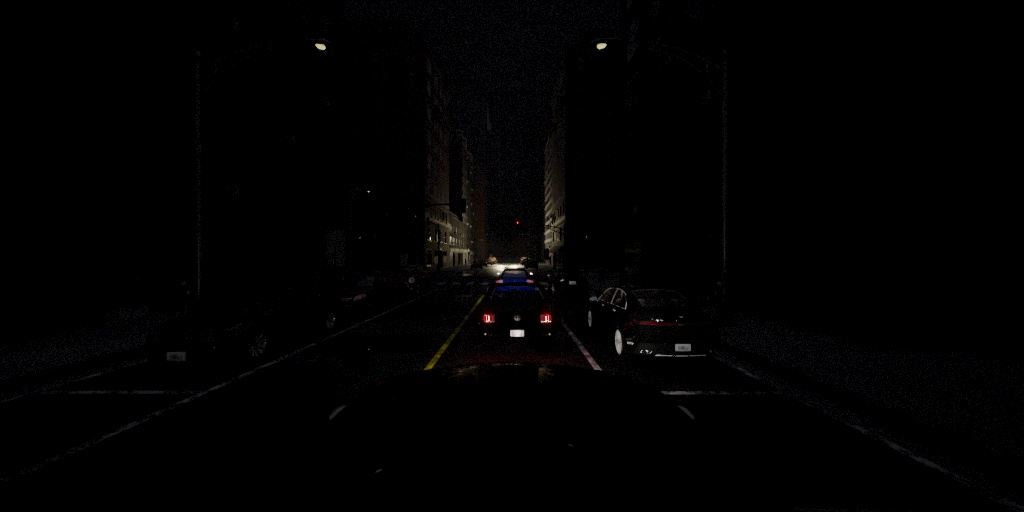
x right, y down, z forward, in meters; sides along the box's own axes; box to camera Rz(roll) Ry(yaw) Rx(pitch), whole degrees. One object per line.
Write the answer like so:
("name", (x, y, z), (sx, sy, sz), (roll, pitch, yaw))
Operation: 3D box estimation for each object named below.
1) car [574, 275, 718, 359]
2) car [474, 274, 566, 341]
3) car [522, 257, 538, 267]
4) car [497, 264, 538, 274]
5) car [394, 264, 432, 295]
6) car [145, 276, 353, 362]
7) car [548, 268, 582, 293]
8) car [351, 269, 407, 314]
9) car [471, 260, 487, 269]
("car", (2.876, 1.300, 8.192), (2.007, 1.370, 4.403), (0, 0, 0))
("car", (0.120, 1.351, 9.816), (1.895, 1.301, 4.718), (0, 0, 0))
("car", (3.057, 1.225, 56.283), (1.967, 1.591, 4.097), (0, 0, 0))
("car", (0.148, 1.315, 18.576), (1.994, 1.385, 4.181), (0, 0, 1))
("car", (-5.616, 1.190, 19.220), (1.967, 1.591, 4.097), (0, 0, 0))
("car", (-5.649, 1.316, 8.218), (1.948, 1.339, 4.313), (0, 0, 0))
("car", (2.909, 1.316, 19.194), (1.948, 1.339, 4.313), (0, 0, 0))
("car", (-5.633, 1.332, 13.719), (1.802, 1.307, 4.207), (0, 0, 0))
("car", (-5.468, 1.368, 56.322), (1.802, 1.307, 4.207), (0, 0, 0))
